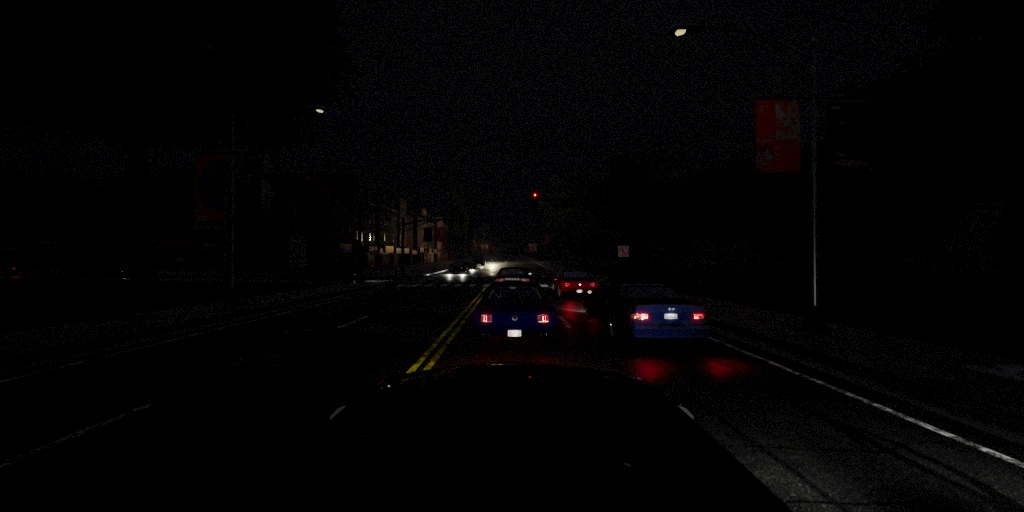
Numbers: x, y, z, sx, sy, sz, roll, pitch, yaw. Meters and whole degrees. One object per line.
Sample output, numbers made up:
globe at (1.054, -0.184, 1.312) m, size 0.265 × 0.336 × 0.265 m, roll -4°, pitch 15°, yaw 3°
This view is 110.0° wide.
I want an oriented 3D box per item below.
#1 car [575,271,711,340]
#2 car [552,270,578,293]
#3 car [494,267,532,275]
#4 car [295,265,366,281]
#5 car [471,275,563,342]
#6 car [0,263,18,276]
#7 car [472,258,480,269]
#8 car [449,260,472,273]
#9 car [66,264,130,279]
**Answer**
car at (3.328, 1.321, 10.000) m, size 2.033 × 1.411 × 5.357 m, roll 0°, pitch 0°, yaw 0°
car at (3.295, 1.439, 19.644) m, size 1.895 × 1.301 × 4.718 m, roll 0°, pitch 0°, yaw 0°
car at (0.044, 1.314, 19.216) m, size 1.882 × 1.535 × 5.008 m, roll 0°, pitch 0°, yaw 0°
car at (-15.225, 1.423, 30.086) m, size 5.357 × 1.411 × 2.033 m, roll 1°, pitch 0°, yaw 4°
car at (0.078, 1.374, 9.875) m, size 1.895 × 1.301 × 4.718 m, roll 0°, pitch 0°, yaw 0°
car at (-49.244, 1.241, 33.197) m, size 4.718 × 1.301 × 1.895 m, roll 0°, pitch 0°, yaw 1°
car at (-6.607, 1.356, 55.469) m, size 1.994 × 1.385 × 4.181 m, roll 0°, pitch 0°, yaw 1°
car at (-6.621, 1.340, 45.130) m, size 1.882 × 1.535 × 5.008 m, roll 0°, pitch 0°, yaw 1°
car at (-34.265, 1.306, 30.293) m, size 4.718 × 1.301 × 1.895 m, roll 0°, pitch 0°, yaw 0°
